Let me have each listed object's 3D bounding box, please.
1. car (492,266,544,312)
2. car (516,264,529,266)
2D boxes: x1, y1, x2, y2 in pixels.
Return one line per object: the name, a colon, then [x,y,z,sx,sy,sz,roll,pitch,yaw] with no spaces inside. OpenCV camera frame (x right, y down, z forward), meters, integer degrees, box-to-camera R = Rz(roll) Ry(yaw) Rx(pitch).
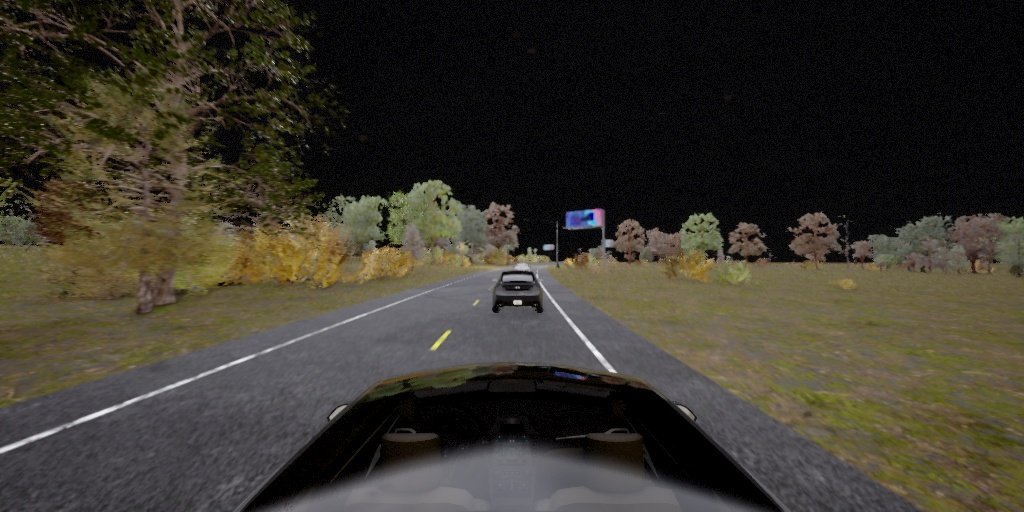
car: [0.237,1.338,14.739,1.837,1.490,4.892,0,0,1]
car: [1.091,1.521,38.257,1.812,1.442,4.674,0,0,3]
